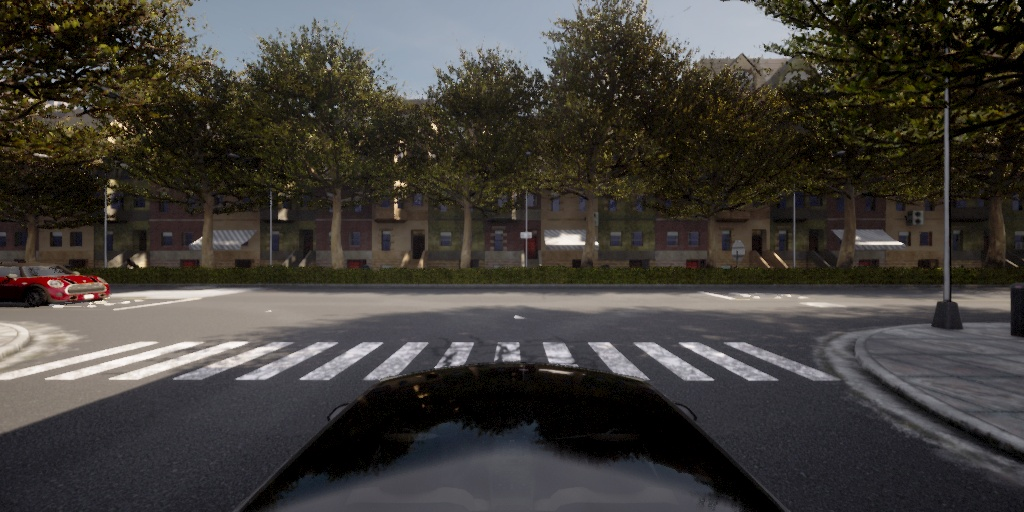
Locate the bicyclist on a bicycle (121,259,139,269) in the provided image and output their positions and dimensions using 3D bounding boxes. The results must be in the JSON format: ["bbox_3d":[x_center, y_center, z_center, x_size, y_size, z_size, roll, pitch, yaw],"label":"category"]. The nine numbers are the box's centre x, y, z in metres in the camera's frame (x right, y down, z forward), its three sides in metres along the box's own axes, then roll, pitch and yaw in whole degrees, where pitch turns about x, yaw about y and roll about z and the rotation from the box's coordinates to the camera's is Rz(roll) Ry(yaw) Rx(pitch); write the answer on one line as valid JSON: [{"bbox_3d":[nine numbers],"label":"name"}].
[{"bbox_3d":[-28.196,1.040,26.521,0.582,1.620,1.656,0,0,1],"label":"bicyclist on a bicycle"}]

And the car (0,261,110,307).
[{"bbox_3d":[-19.806,1.097,14.920,4.553,1.767,2.097,0,0,1],"label":"car"}]
